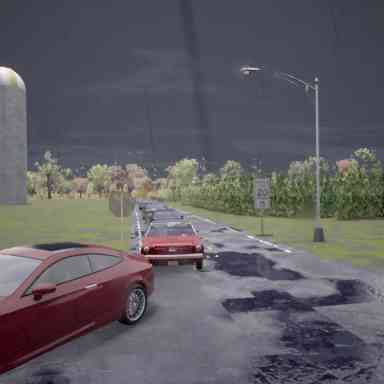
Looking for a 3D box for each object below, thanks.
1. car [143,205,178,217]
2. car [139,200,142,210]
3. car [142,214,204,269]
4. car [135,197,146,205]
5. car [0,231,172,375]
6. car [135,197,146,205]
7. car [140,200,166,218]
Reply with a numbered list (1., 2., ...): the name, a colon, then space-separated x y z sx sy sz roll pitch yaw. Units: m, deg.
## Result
1. car: -1.413 1.650 17.817 1.994 1.385 4.181 -1 0 -10
2. car: -3.501 1.702 29.871 1.994 1.385 4.181 -1 0 -10
3. car: -0.709 1.664 11.370 1.895 1.301 4.718 -1 0 -5
4. car: -6.264 1.752 44.994 2.033 1.411 5.357 -1 0 -11
5. car: -2.370 1.557 5.056 1.812 1.442 4.674 0 -1 29
6. car: -10.349 1.782 66.633 2.128 1.511 4.902 -1 0 -11
7. car: -2.376 1.601 23.452 2.128 1.511 4.902 -1 0 -10
